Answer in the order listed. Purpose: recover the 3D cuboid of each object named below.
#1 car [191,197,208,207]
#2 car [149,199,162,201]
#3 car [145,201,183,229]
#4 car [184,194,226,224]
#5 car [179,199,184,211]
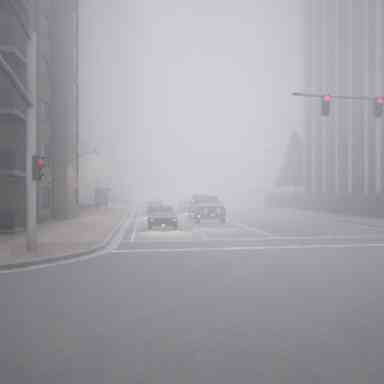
[{"bbox_3d":[1.097,1.549,51.038,1.994,1.385,4.181,0,0,-8],"label":"car"},{"bbox_3d":[-3.843,1.480,35.011,2.128,1.511,4.902,0,0,-7],"label":"car"},{"bbox_3d":[-2.022,1.542,21.870,2.033,1.411,5.357,0,0,-8],"label":"car"},{"bbox_3d":[1.022,1.214,25.369,2.150,2.045,5.566,0,0,-8],"label":"car"},{"bbox_3d":[-0.620,1.536,37.246,2.033,1.411,5.357,0,0,-8],"label":"car"}]
